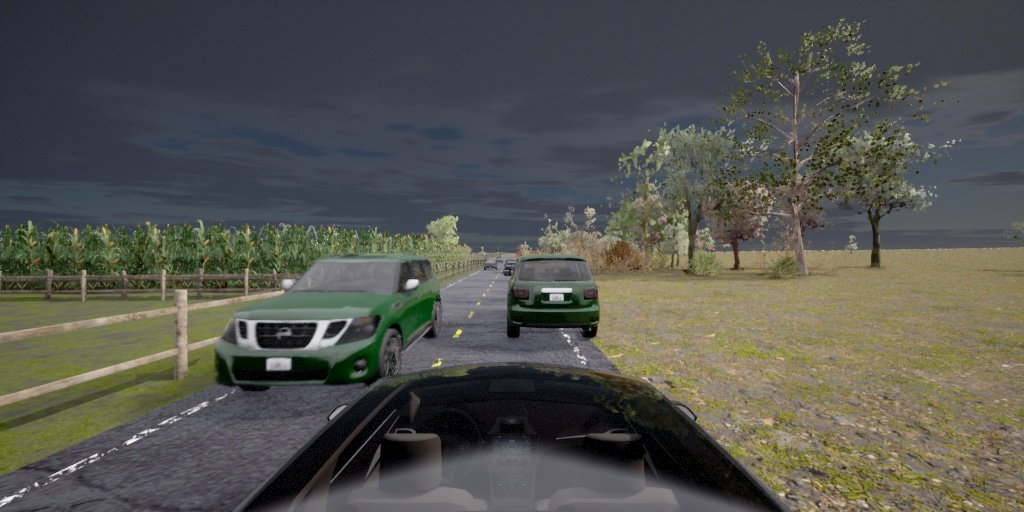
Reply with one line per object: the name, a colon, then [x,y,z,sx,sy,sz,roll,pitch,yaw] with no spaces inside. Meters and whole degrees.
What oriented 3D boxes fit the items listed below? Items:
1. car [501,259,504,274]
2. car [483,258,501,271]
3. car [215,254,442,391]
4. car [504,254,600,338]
car: [0.012,1.237,43.075,1.837,1.490,4.892,0,0,0]
car: [-2.939,1.270,50.052,2.033,1.411,5.357,0,0,0]
car: [-2.861,0.972,7.151,2.150,2.045,5.566,0,0,0]
car: [0.947,0.975,10.326,2.150,2.045,5.566,0,0,0]
